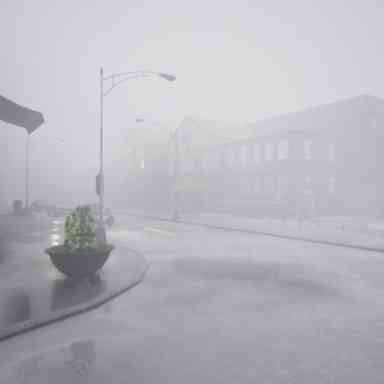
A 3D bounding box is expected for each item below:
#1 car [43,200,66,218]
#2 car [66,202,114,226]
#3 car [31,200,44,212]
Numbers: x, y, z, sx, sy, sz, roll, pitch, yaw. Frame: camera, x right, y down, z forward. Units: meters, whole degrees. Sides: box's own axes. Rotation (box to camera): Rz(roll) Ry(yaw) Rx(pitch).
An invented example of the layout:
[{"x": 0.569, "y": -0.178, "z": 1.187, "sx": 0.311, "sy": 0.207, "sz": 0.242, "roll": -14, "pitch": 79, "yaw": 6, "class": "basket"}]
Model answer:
[{"x": -12.480, "y": 1.610, "z": 31.611, "sx": 1.812, "sy": 1.442, "sz": 4.674, "roll": 0, "pitch": 0, "yaw": -34, "class": "car"}, {"x": -7.006, "y": 1.561, "z": 23.298, "sx": 2.128, "sy": 1.511, "sz": 4.902, "roll": 0, "pitch": 0, "yaw": -33, "class": "car"}, {"x": -18.441, "y": 1.649, "z": 40.659, "sx": 2.033, "sy": 1.411, "sz": 5.357, "roll": 0, "pitch": 0, "yaw": -33, "class": "car"}]
